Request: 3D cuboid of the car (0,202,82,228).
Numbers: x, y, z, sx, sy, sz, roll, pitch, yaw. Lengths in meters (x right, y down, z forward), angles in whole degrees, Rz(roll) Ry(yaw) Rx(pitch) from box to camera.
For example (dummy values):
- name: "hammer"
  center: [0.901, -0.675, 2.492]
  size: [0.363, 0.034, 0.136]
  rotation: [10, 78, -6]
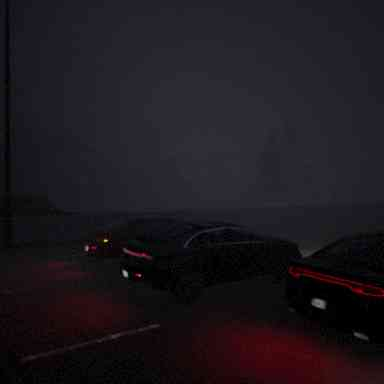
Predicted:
- name: "car"
  center: [-8.933, 1.502, 18.959]
  size: [5.357, 1.411, 2.033]
  rotation: [0, 0, -34]

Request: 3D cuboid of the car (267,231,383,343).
- name: "car"
  center: [3.930, 1.467, 6.173]
  size: [5.008, 1.535, 1.882]
  rotation: [0, 0, -33]

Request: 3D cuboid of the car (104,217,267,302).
- name: "car"
  center: [0.644, 1.475, 8.220]
  size: [4.902, 1.511, 2.128]
  rotation: [0, 0, -33]

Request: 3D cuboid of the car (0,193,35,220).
- name: "car"
  center: [-15.935, 1.155, 26.871]
  size: [5.566, 2.045, 2.150]
  rotation: [0, 0, -34]

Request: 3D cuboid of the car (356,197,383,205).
- name: "car"
  center: [24.115, 1.455, 42.975]
  size: [4.674, 1.442, 1.812]
  rotation: [0, 0, -19]

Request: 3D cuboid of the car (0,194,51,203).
- name: "car"
  center: [-11.760, 1.169, 21.252]
  size: [5.566, 2.045, 2.150]
  rotation: [0, 0, -34]

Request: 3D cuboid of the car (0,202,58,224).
- name: "car"
  center: [-12.973, 1.487, 24.669]
  size: [5.357, 1.411, 2.033]
  rotation: [0, 0, -34]

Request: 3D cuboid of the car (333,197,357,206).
- name: "car"
  center: [21.833, 1.399, 45.869]
  size: [5.008, 1.535, 1.882]
  rotation: [0, 0, -19]

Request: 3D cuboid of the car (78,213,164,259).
- name: "car"
  center: [-1.209, 1.501, 11.189]
  size: [4.674, 1.442, 1.812]
  rotation: [0, 0, -33]
